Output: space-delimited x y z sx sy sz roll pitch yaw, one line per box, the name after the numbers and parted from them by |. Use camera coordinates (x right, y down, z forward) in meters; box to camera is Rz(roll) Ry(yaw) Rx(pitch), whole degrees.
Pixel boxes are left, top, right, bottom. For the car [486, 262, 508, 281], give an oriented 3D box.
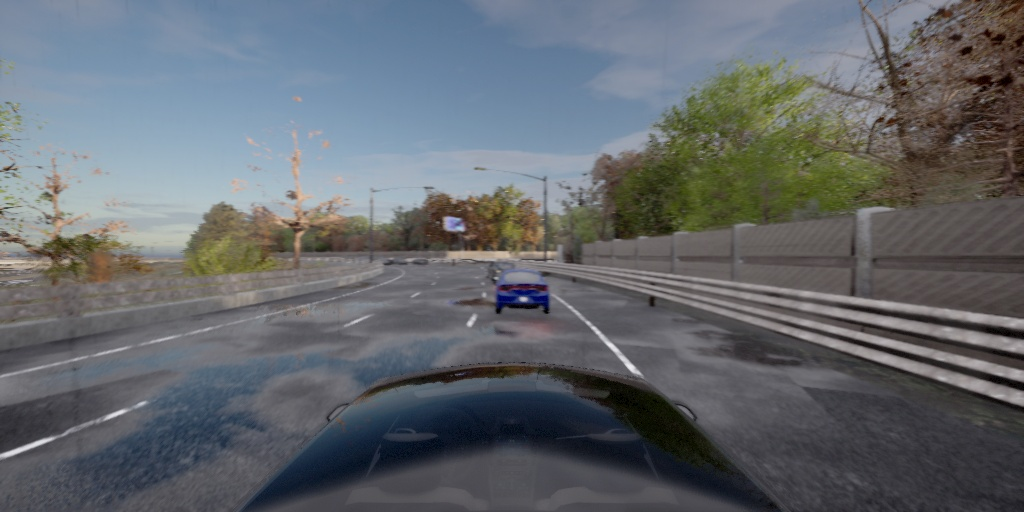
-0.564 1.227 26.480 2.128 1.511 4.902 0 0 -6 | car

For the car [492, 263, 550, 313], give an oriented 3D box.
0.328 1.221 13.971 1.882 1.535 5.008 0 0 -1 | car
